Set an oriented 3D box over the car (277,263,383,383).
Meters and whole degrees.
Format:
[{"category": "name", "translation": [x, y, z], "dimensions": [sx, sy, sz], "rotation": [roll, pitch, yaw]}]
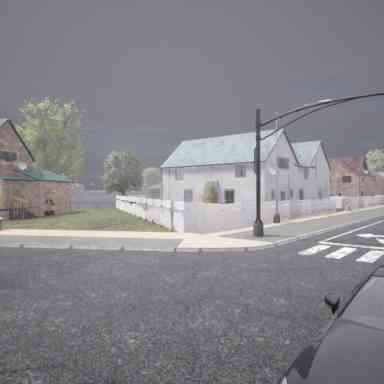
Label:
[{"category": "car", "translation": [2.573, 1.525, 3.480], "dimensions": [1.812, 1.442, 4.674], "rotation": [0, 0, 42]}]
